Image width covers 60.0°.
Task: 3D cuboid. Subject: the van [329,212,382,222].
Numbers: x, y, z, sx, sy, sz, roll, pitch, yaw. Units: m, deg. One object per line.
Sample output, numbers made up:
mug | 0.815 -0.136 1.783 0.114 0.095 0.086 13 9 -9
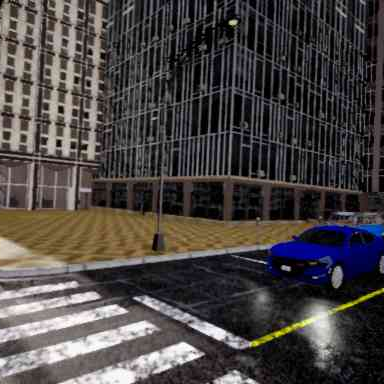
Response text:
van | 8.544 1.937 17.493 3.998 1.788 1.690 3 -1 -41

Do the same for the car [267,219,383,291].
car | 4.317 1.793 10.204 5.008 1.535 1.882 3 -1 -41
